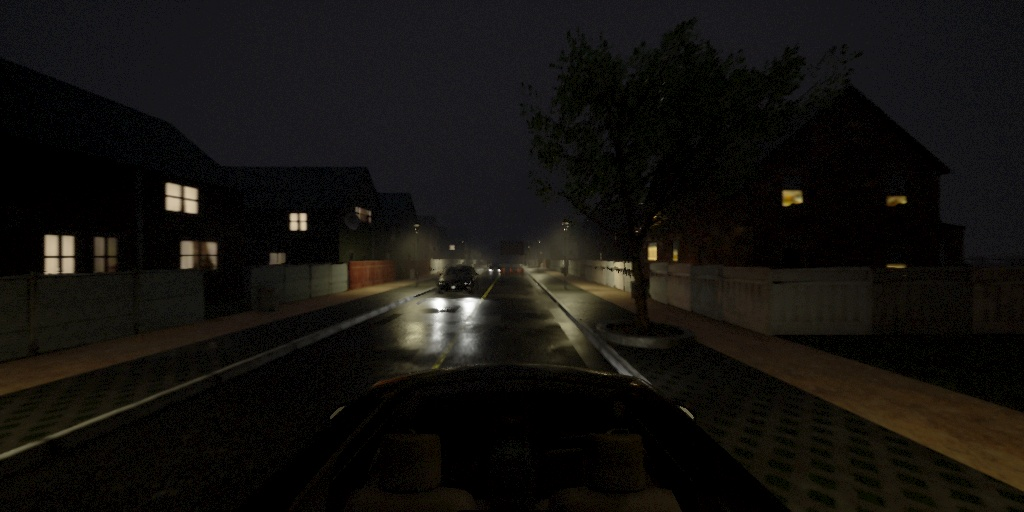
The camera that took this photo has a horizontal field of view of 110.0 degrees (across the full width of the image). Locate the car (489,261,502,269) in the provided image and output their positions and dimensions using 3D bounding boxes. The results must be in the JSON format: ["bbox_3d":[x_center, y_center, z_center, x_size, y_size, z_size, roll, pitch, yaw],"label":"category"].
[{"bbox_3d":[-2.778,1.500,60.992,1.812,1.442,4.674,0,0,1],"label":"car"}]

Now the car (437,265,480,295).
[{"bbox_3d":[-2.845,1.278,19.826,1.837,1.490,4.892,0,0,0],"label":"car"}]

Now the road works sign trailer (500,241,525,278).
[{"bbox_3d":[0.009,0.291,35.423,2.380,3.560,2.880,0,0,0],"label":"road works sign trailer"}]
